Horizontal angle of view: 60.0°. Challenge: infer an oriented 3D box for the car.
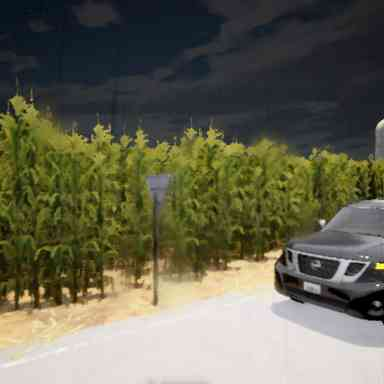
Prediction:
[{"bbox_3d":[4.190,1.173,6.955,5.566,2.045,2.150,0,0,-35],"label":"car"}]
